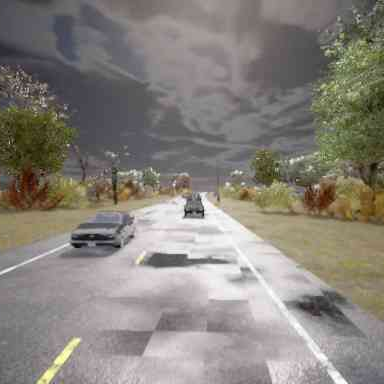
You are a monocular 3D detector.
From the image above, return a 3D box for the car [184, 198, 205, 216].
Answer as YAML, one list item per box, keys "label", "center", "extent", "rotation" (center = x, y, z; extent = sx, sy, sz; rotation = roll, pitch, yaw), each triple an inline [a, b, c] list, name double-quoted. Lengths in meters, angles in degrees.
- label: "car"
  center: [0.208, 1.539, 31.461]
  extent: [1.895, 1.301, 4.718]
  rotation: [0, 0, 0]

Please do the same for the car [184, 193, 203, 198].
- label: "car"
  center: [0.324, 1.132, 46.636]
  extent: [2.150, 2.045, 5.566]
  rotation: [0, 1, 1]

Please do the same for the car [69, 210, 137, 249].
- label: "car"
  center: [-3.644, 1.518, 14.684]
  extent: [2.033, 1.411, 5.357]
  rotation: [0, 0, 0]
